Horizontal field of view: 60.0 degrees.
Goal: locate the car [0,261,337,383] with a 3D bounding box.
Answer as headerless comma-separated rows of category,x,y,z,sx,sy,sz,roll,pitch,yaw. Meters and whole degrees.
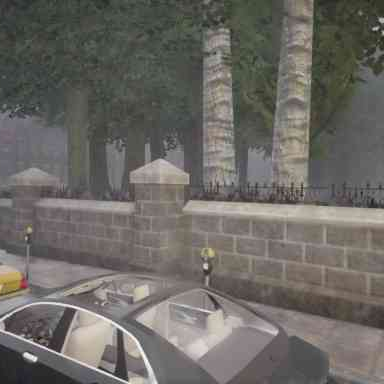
car,-0.872,1.550,3.416,4.403,1.369,2.008,0,1,36
